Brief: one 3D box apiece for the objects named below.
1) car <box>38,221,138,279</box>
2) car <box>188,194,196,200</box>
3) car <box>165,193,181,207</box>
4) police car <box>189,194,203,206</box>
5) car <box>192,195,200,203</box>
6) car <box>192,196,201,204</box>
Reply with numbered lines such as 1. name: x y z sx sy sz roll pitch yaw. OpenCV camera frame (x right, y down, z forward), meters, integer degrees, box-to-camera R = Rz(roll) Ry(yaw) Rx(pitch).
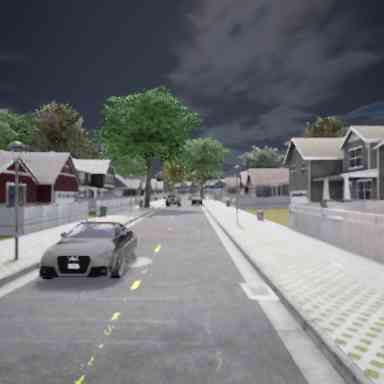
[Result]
1. car: -2.848 1.595 9.985 1.994 1.385 4.181 0 0 0
2. car: 0.006 1.334 89.944 2.128 1.511 4.902 0 0 0
3. car: -2.821 1.245 51.054 2.150 2.045 5.566 0 0 0
4. police car: 0.829 1.443 55.264 1.930 1.638 5.238 0 0 0
5. car: 0.830 1.494 71.158 1.837 1.490 4.892 0 0 0
6. car: 0.829 1.505 65.157 1.837 1.490 4.892 0 0 0
